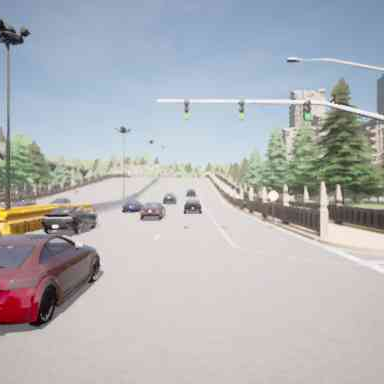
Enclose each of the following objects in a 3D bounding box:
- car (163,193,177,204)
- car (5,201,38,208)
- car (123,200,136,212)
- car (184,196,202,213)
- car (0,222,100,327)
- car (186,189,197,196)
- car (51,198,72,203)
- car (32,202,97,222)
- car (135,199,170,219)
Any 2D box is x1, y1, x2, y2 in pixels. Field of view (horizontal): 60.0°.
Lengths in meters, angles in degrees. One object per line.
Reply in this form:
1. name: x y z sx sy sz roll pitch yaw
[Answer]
1. car: -3.588 0.901 54.270 2.097 1.767 4.553 0 4 0
2. car: -17.504 1.624 34.745 2.033 1.411 5.357 0 0 0
3. car: -6.931 1.637 39.570 1.994 1.385 4.181 0 0 0
4. car: 0.078 1.557 37.798 1.882 1.535 5.008 0 0 0
5. car: -3.398 1.580 7.090 1.994 1.385 4.181 0 0 0
6. car: -0.165 0.092 65.529 1.837 1.490 4.892 0 6 0
7. car: -17.554 1.509 44.688 1.812 1.442 4.674 0 2 0
8. car: -6.897 1.534 19.202 2.128 1.511 4.902 0 0 0
9. car: -3.396 1.612 29.492 2.033 1.411 5.357 0 0 0
